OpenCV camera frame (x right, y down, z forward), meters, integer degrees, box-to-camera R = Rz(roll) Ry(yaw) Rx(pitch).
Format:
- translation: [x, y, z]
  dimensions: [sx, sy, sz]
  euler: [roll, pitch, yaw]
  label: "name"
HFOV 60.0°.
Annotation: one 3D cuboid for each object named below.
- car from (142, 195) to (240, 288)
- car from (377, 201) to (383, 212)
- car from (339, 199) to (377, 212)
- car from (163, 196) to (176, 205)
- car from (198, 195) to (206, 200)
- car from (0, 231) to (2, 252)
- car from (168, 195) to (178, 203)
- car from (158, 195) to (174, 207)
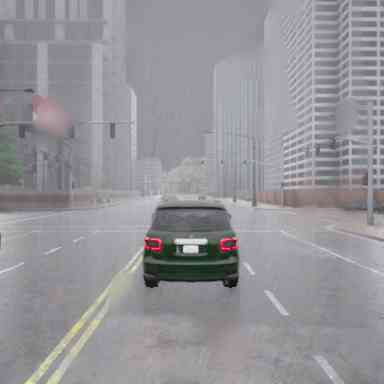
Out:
- translation: [-0.020, 1.223, 9.343]
  dimensions: [2.150, 2.045, 5.566]
  euler: [0, 0, 0]
  label: "car"
- translation: [22.134, 1.477, 33.882]
  dimensions: [5.008, 1.535, 1.882]
  euler: [0, 0, -1]
  label: "car"
- translation: [19.466, 1.547, 37.347]
  dimensions: [5.357, 1.411, 2.033]
  euler: [0, 0, -1]
  label: "car"
- translation: [-4.082, 1.547, 61.861]
  dimensions: [2.033, 1.411, 5.357]
  euler: [0, 0, 0]
  label: "car"
- translation: [2.737, 1.500, 90.590]
  dimensions: [1.837, 1.490, 4.892]
  euler: [0, 0, 0]
  label: "car"
- translation: [-7.151, 1.505, 9.007]
  dimensions: [1.837, 1.490, 4.892]
  euler: [0, 0, 0]
  label: "car"
- translation: [-4.105, 1.500, 72.166]
  dimensions: [1.837, 1.490, 4.892]
  euler: [0, 0, 0]
  label: "car"
- translation: [-4.026, 1.352, 52.238]
  dimensions: [2.097, 1.767, 4.553]
  euler: [0, 0, 0]
  label: "car"
